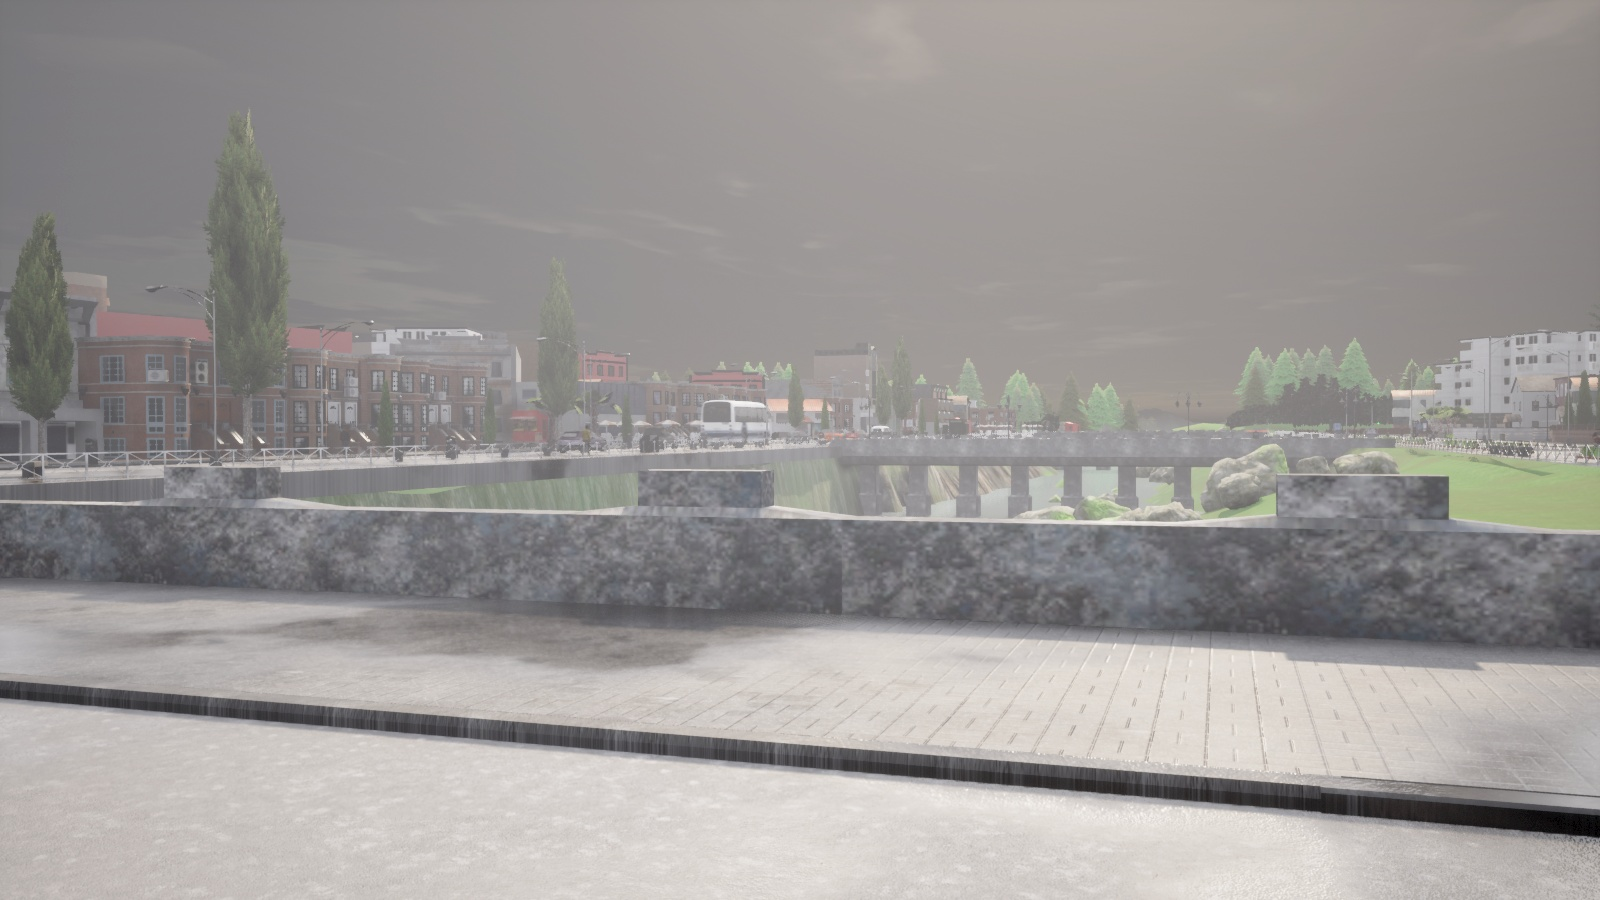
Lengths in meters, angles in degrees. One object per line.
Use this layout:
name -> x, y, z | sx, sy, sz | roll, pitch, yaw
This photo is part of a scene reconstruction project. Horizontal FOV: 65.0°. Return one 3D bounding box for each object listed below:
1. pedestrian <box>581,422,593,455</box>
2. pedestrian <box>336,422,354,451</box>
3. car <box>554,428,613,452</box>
pedestrian -> -12.125, -0.654, 71.489 | 0.431, 1.840, 0.709 | 0, 1, 17
pedestrian -> -28.702, -0.839, 79.147 | 0.634, 1.844, 0.899 | 1, 1, 19
car -> -15.248, -0.722, 88.792 | 2.033, 1.649, 4.856 | 1, 1, 19
